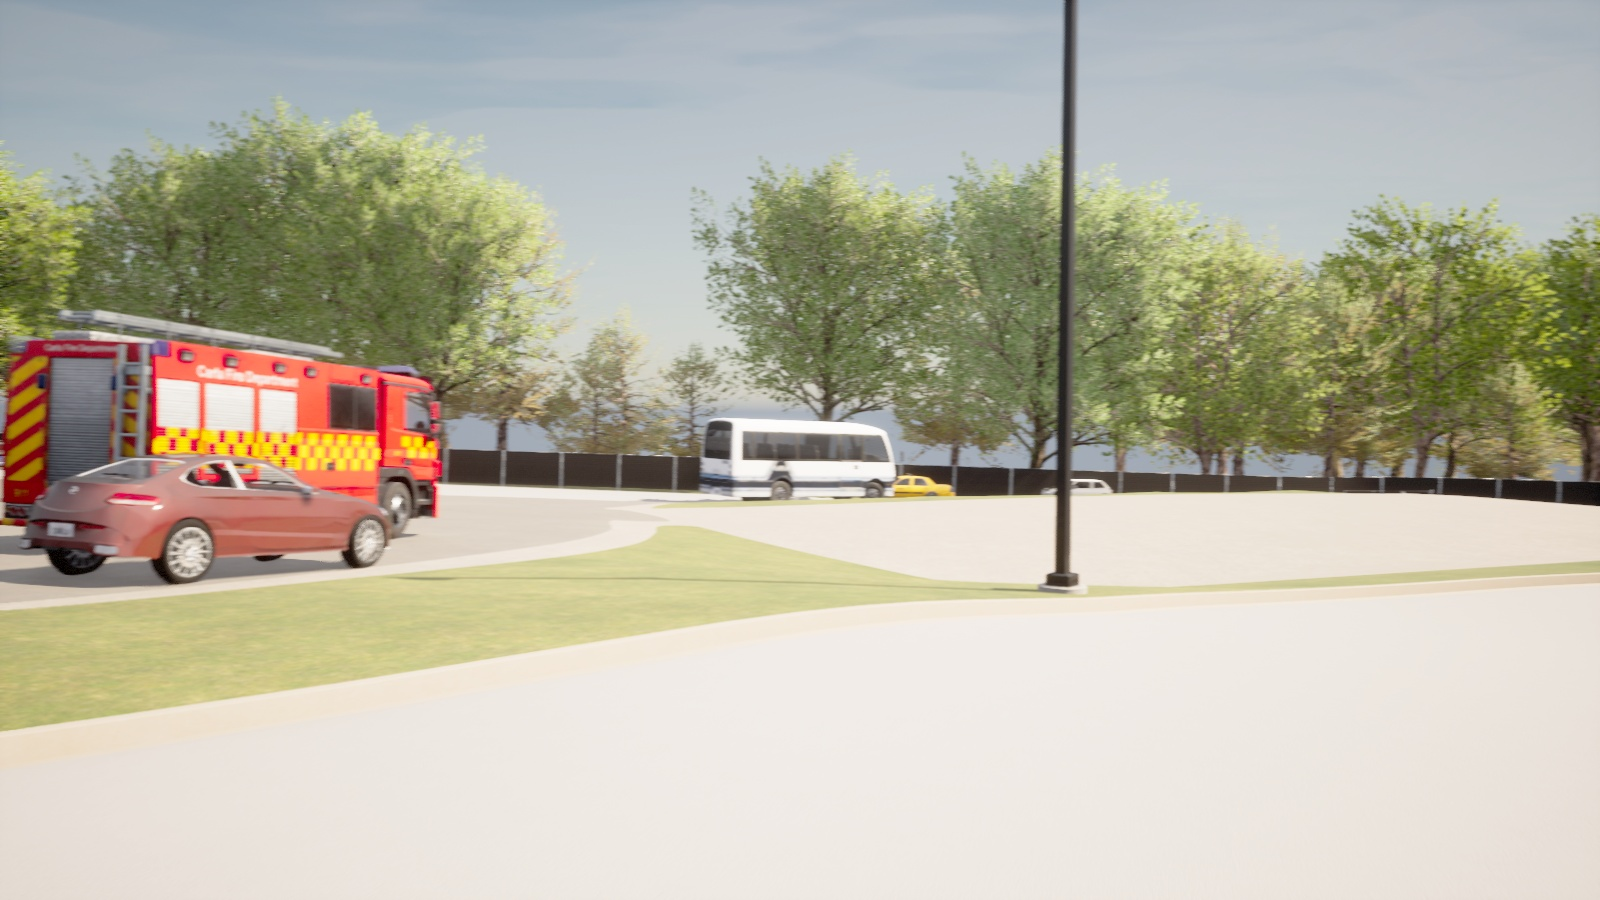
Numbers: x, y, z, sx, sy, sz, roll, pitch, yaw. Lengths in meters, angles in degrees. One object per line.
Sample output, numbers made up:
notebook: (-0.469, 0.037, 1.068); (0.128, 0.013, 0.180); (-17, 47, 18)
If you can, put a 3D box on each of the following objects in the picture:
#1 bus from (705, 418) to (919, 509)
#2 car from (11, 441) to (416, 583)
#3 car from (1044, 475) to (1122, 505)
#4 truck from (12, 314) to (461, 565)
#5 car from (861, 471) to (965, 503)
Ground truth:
bus: (0.705, 0.668, 63.715); (10.273, 4.253, 3.944); (1, 1, -33)
car: (-7.956, 0.798, 17.709); (2.152, 1.651, 5.027); (1, -1, 21)
car: (15.587, 2.199, 69.389); (3.806, 1.475, 1.970); (1, 2, -2)
truck: (-9.943, -0.112, 23.640); (2.891, 3.827, 8.468); (1, -1, 15)
car: (6.149, 2.007, 68.547); (5.366, 1.575, 1.801); (1, 2, -11)
